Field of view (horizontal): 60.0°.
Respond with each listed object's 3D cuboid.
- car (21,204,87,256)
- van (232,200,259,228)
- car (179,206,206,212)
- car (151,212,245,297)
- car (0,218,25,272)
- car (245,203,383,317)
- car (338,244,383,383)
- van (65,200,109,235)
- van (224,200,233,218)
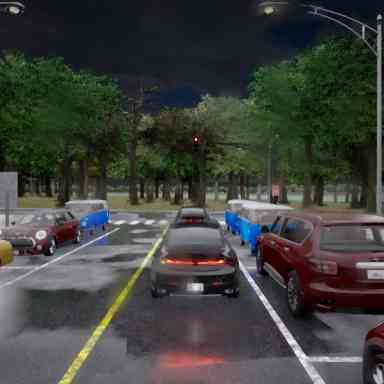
[{"bbox_3d":[-5.769,1.440,12.797,1.967,1.590,4.097,0,0,0],"label":"car"},{"bbox_3d":[2.756,1.341,12.801,1.690,1.788,3.998,0,0,0],"label":"van"},{"bbox_3d":[0.003,1.505,17.939,1.837,1.490,4.892,0,0,-1],"label":"car"},{"bbox_3d":[0.073,1.505,8.535,1.837,1.490,4.892,0,0,0],"label":"car"},{"bbox_3d":[-5.766,1.525,7.189,1.752,1.417,4.829,0,0,0],"label":"car"},{"bbox_3d":[2.759,1.315,7.364,2.192,1.841,5.009,0,0,0],"label":"car"},{"bbox_3d":[2.762,1.440,1.926,1.967,1.590,4.097,0,0,0],"label":"car"},{"bbox_3d":[-5.772,1.341,18.235,1.690,1.788,3.998,0,0,0],"label":"van"},{"bbox_3d":[2.753,1.341,18.239,1.690,1.788,3.998,0,0,0],"label":"van"}]
